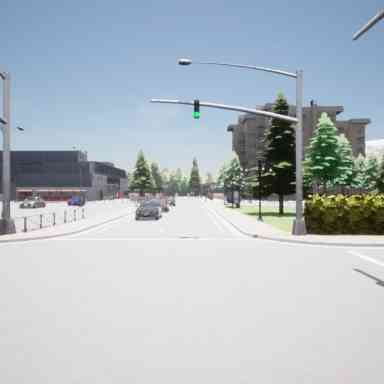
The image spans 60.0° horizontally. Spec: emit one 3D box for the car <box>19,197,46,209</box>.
[{"bbox_3d":[-20.524,1.384,42.914,1.970,1.475,3.806,0,0,0],"label":"car"}]

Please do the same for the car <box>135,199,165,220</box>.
[{"bbox_3d":[-3.603,1.505,28.165,1.837,1.490,4.892,0,0,0],"label":"car"}]

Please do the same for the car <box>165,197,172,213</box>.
[{"bbox_3d":[-3.604,1.526,37.912,1.812,1.442,4.674,0,0,0],"label":"car"}]

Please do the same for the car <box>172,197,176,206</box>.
[{"bbox_3d":[-3.529,1.493,52.410,2.128,1.511,4.902,0,0,0],"label":"car"}]

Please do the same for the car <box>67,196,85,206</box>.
[{"bbox_3d":[-17.473,1.374,50.306,1.845,1.501,3.633,0,0,0],"label":"car"}]
